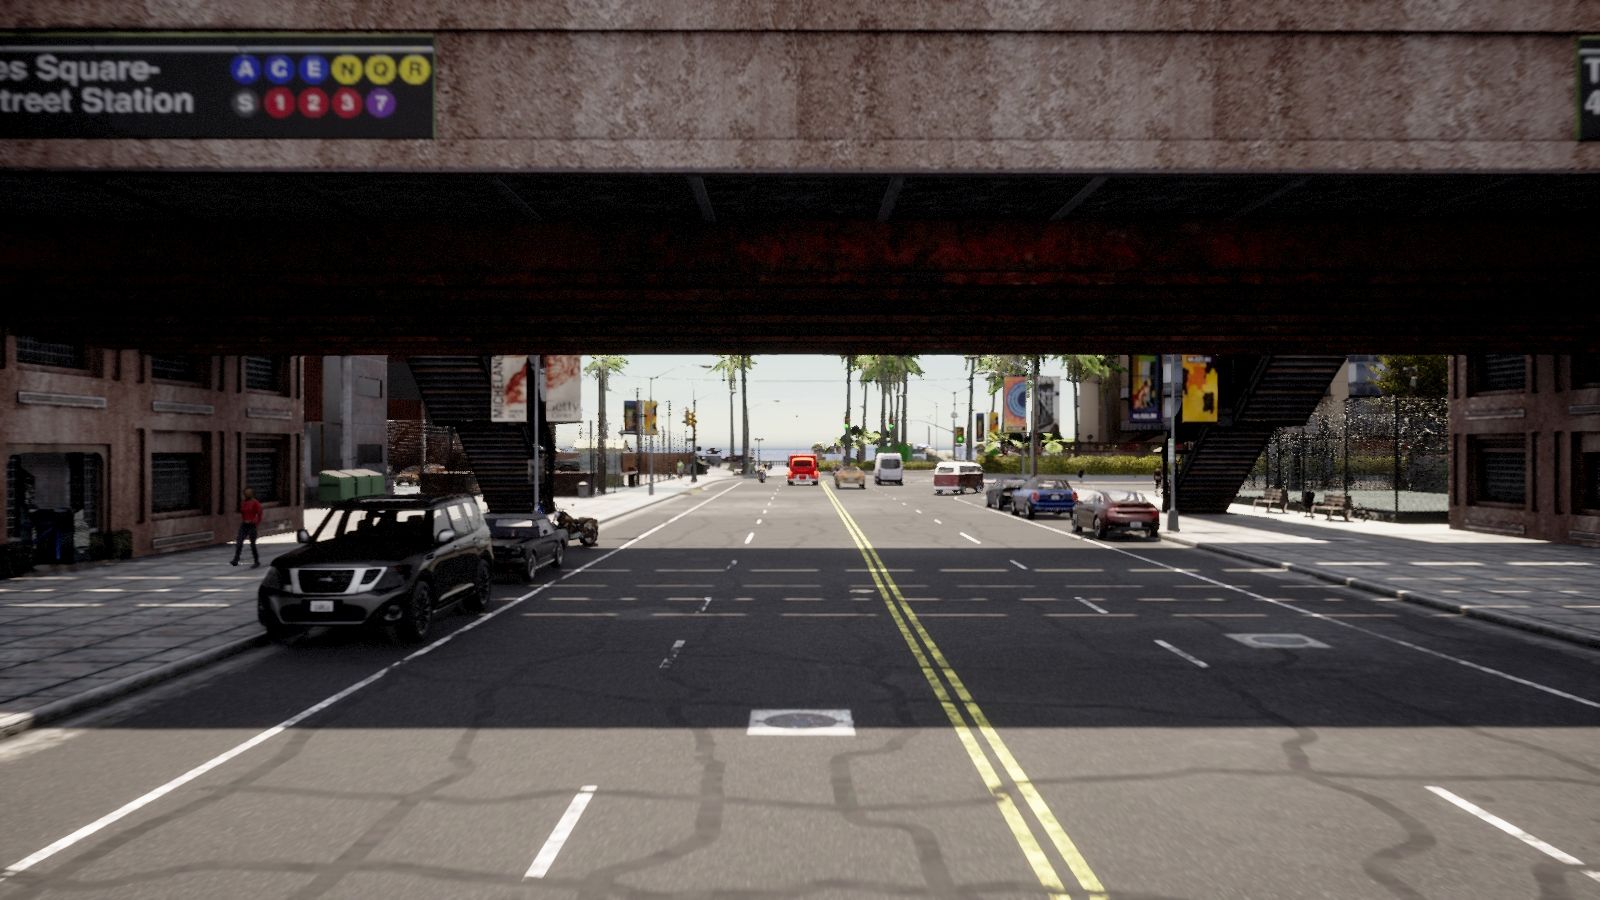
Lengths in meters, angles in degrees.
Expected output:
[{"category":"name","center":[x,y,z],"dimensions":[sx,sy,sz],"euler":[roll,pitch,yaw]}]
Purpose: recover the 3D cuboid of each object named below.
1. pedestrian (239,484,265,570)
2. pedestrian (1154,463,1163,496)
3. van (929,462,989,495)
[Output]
[{"category":"pedestrian","center":[-12.131,1.696,25.301],"dimensions":[0.375,1.860,0.375],"euler":[0,0,5]},{"category":"pedestrian","center":[20.316,1.696,64.803],"dimensions":[0.375,1.860,0.375],"euler":[0,0,41]},{"category":"van","center":[10.149,1.782,72.627],"dimensions":[2.069,2.038,4.480],"euler":[-1,-1,32]}]
